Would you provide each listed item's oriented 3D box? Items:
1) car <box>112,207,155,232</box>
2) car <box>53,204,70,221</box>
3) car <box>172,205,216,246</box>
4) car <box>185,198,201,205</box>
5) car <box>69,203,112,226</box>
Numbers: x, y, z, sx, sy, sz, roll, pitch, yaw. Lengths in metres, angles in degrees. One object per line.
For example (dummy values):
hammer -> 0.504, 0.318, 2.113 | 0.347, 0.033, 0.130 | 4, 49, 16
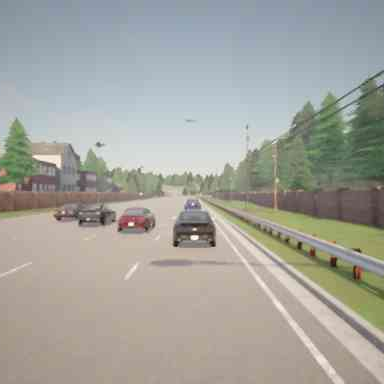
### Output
car -> -3.398, 1.645, 20.846 | 1.812, 1.442, 4.674 | 0, 0, 0
car -> -10.398, 1.715, 29.347 | 2.033, 1.411, 5.357 | 0, 0, 0
car -> 0.102, 1.597, 15.890 | 1.837, 1.490, 4.892 | 0, 0, 0
car -> 0.103, 1.596, 42.904 | 2.097, 1.767, 4.553 | 0, 0, 0
car -> -6.898, 1.632, 24.508 | 2.128, 1.511, 4.902 | 0, 0, 0
